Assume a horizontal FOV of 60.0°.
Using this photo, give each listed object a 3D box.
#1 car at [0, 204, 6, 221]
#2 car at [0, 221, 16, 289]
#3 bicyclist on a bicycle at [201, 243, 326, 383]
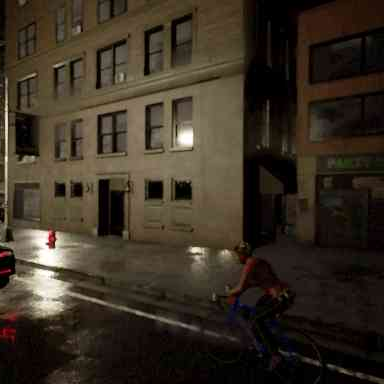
[{"bbox_3d":[-15.754,2.046,30.860,1.947,1.339,4.313,0,-1,36],"label":"car"},{"bbox_3d":[-6.204,1.580,8.136,4.902,1.511,2.128,-1,0,36],"label":"car"},{"bbox_3d":[0.784,1.468,4.105,1.656,1.620,0.582,-1,-1,36],"label":"bicyclist on a bicycle"}]
